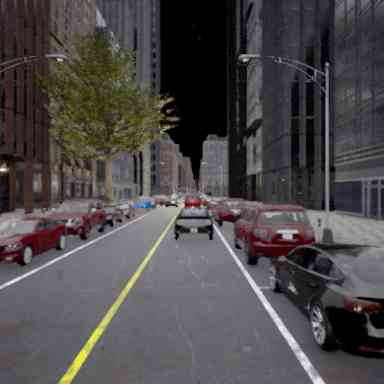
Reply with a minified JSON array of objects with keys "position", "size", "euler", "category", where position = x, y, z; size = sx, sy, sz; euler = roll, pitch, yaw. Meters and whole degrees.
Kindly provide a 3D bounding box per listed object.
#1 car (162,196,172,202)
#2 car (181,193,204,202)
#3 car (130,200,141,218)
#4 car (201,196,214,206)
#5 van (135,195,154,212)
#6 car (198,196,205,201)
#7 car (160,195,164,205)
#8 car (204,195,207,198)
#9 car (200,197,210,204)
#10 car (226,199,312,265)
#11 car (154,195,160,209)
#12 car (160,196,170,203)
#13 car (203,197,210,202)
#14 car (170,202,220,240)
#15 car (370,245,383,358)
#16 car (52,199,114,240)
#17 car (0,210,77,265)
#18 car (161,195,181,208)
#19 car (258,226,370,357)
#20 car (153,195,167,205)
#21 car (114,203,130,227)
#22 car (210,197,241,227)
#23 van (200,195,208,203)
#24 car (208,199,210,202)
[{"position":[-5.905,1.645,79.339],"size":[1.967,1.590,4.097],"euler":[0,0,0],"category":"car"},{"position":[0.074,1.300,43.857],"size":[2.150,2.045,5.566],"euler":[0,0,0],"category":"car"},{"position":[-5.873,1.615,28.583],"size":[1.802,1.307,4.206],"euler":[0,0,0],"category":"car"},{"position":[2.635,1.559,56.773],"size":[1.967,1.590,4.097],"euler":[0,0,0],"category":"car"},{"position":[-5.881,1.405,39.863],"size":[1.690,1.788,3.998],"euler":[0,0,0],"category":"van"},{"position":[2.614,1.792,90.814],"size":[1.752,1.417,4.829],"euler":[0,-1,1],"category":"car"},{"position":[-5.891,1.433,56.782],"size":[2.192,1.841,5.009],"euler":[0,0,0],"category":"car"},{"position":[2.638,1.645,51.134],"size":[1.887,1.381,4.507],"euler":[0,0,0],"category":"car"},{"position":[2.627,1.723,68.051],"size":[1.947,1.339,4.313],"euler":[0,0,0],"category":"car"},{"position":[2.663,1.328,11.663],"size":[2.192,1.841,5.009],"euler":[0,0,0],"category":"car"},{"position":[-5.885,1.522,45.503],"size":[1.967,1.590,4.097],"euler":[0,0,0],"category":"car"},{"position":[-5.902,1.620,73.700],"size":[1.967,1.590,4.097],"euler":[0,0,0],"category":"car"},{"position":[2.644,1.647,39.855],"size":[1.802,1.307,4.206],"euler":[0,0,0],"category":"car"},{"position":[0.091,1.510,17.267],"size":[2.128,1.511,4.902],"euler":[0,0,0],"category":"car"},{"position":[2.669,1.316,0.386],"size":[2.192,1.841,5.009],"euler":[0,0,0],"category":"car"},{"position":[-5.866,1.334,17.306],"size":[2.192,1.841,5.009],"euler":[0,0,0],"category":"car"},{"position":[-5.863,1.557,11.666],"size":[1.887,1.381,4.507],"euler":[0,0,0],"category":"car"},{"position":[-3.051,1.647,50.973],"size":[2.033,1.411,5.357],"euler":[0,0,0],"category":"car"},{"position":[2.665,1.573,6.023],"size":[1.947,1.339,4.313],"euler":[0,0,0],"category":"car"},{"position":[-5.894,1.451,62.421],"size":[2.192,1.841,5.009],"euler":[0,0,0],"category":"car"},{"position":[-5.870,1.591,22.946],"size":[1.947,1.339,4.313],"euler":[0,0,0],"category":"car"},{"position":[2.656,1.341,22.941],"size":[2.192,1.841,5.009],"euler":[0,0,0],"category":"car"},{"position":[2.623,1.521,73.690],"size":[1.690,1.788,3.998],"euler":[0,0,0],"category":"van"},{"position":[2.652,1.560,28.748],"size":[1.752,1.417,4.829],"euler":[0,0,0],"category":"car"}]
